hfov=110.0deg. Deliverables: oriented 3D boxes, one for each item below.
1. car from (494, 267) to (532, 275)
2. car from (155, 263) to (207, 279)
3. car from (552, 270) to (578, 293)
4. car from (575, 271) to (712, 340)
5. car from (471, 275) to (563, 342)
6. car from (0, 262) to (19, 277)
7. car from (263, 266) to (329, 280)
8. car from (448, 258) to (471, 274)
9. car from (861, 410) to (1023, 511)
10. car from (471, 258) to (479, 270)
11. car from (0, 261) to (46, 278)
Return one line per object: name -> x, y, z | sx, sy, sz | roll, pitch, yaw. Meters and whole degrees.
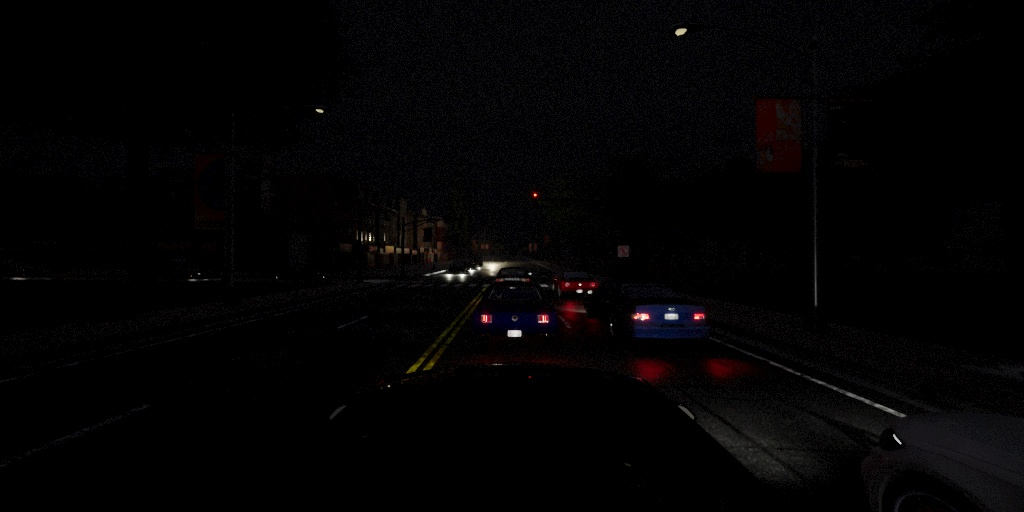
car -> 0.047, 1.313, 19.194 | 1.882, 1.535, 5.008 | 0, 0, 0
car -> -28.411, 1.315, 30.272 | 4.181, 1.385, 1.994 | 0, 0, 0
car -> 3.298, 1.439, 19.622 | 1.895, 1.301, 4.718 | 0, 0, 0
car -> 3.329, 1.321, 9.979 | 2.033, 1.411, 5.357 | 0, 0, 0
car -> 0.079, 1.374, 9.854 | 1.895, 1.301, 4.718 | 0, 0, 0
car -> -49.238, 1.240, 33.184 | 4.718, 1.301, 1.895 | 0, 0, 1
car -> -18.094, 1.449, 30.270 | 4.718, 1.301, 1.895 | 1, 0, 0
car -> -6.618, 1.342, 44.479 | 1.882, 1.535, 5.008 | 0, 0, 1
car -> 3.344, 1.275, 0.503 | 1.812, 1.442, 4.674 | 0, 0, 0
car -> -6.600, 1.359, 55.066 | 1.994, 1.385, 4.181 | 0, 0, 1
car -> -42.644, 1.129, 30.299 | 5.008, 1.535, 1.882 | 1, 0, 0
